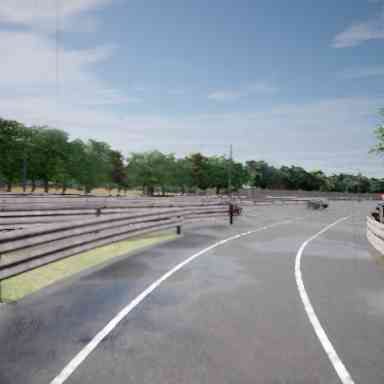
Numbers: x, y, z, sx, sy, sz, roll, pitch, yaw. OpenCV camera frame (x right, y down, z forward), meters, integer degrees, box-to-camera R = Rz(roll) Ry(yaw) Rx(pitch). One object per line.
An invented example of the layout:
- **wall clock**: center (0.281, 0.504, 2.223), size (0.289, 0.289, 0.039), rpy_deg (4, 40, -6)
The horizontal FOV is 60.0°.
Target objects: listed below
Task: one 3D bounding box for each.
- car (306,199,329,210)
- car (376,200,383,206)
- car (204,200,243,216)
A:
- **car**: center (18.417, 1.867, 48.595), size (1.837, 1.490, 4.892), rpy_deg (2, 0, 43)
- **car**: center (41.923, 2.434, 72.807), size (5.357, 1.411, 2.033), rpy_deg (1, 1, -45)
- **car**: center (3.016, 1.538, 31.874), size (1.812, 1.442, 4.674), rpy_deg (2, 0, 42)
